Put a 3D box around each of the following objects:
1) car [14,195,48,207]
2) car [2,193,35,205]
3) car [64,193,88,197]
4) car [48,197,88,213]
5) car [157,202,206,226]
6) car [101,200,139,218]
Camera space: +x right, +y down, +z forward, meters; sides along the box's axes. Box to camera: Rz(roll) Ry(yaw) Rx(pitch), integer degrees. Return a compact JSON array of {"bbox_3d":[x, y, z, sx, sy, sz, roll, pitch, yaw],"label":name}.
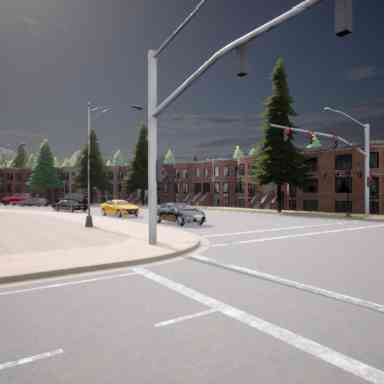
[{"bbox_3d":[-24.121,1.547,51.169,5.357,1.411,2.033,0,0,17],"label":"car"},{"bbox_3d":[-28.982,1.221,55.956,5.566,2.045,2.150,0,0,10],"label":"car"},{"bbox_3d":[-18.863,1.221,52.901,5.566,2.045,2.150,0,0,23],"label":"car"},{"bbox_3d":[-13.914,1.601,37.954,4.718,1.301,1.895,0,0,37],"label":"car"},{"bbox_3d":[-0.991,1.492,23.328,2.128,1.511,4.902,0,0,-36],"label":"car"},{"bbox_3d":[-6.743,1.478,30.891,1.882,1.535,5.008,0,0,-40],"label":"car"}]
